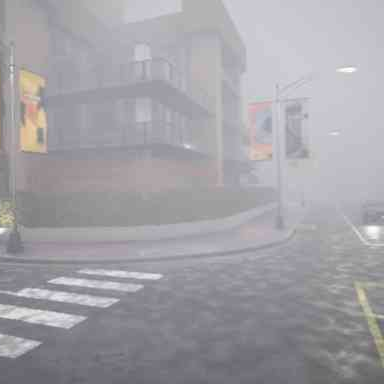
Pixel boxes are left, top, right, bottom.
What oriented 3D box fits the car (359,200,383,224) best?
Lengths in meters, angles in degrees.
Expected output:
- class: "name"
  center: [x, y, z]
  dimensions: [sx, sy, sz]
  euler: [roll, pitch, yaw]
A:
- class: "car"
  center: [11.703, 1.213, 20.883]
  dimensions: [1.994, 1.385, 4.181]
  euler: [-1, 0, 22]
